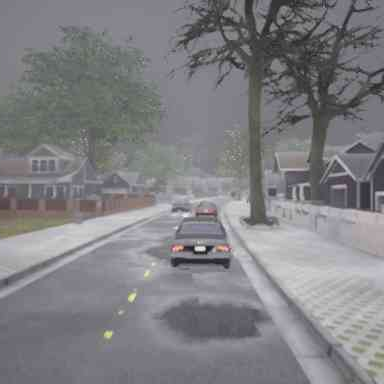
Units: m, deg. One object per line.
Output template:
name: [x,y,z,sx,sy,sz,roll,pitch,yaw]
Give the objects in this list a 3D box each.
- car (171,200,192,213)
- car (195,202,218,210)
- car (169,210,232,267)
car: [-1.056,1.545,36.820,2.033,1.411,5.357,0,0,5]
car: [1.351,1.572,30.434,1.994,1.385,4.181,0,0,4]
car: [0.308,1.566,11.400,2.033,1.411,5.357,0,0,2]
